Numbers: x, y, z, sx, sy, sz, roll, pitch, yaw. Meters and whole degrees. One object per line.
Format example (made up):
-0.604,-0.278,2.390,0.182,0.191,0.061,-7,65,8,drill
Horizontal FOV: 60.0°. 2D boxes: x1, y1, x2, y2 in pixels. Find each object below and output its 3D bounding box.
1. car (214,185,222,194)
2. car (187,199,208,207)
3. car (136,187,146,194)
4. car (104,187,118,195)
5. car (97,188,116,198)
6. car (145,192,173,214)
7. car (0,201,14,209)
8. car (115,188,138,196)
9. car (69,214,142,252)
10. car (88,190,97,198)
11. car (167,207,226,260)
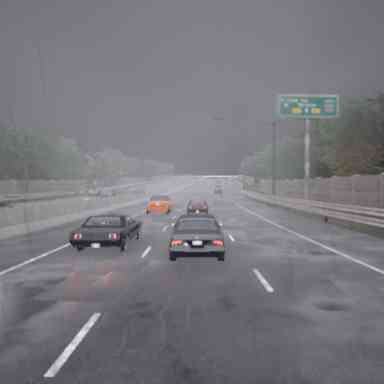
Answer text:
6.547,-0.373,83.440,1.882,1.535,5.008,0,3,4,car
0.535,1.336,30.644,1.895,1.301,4.718,0,1,2,car
-11.651,-0.351,73.691,2.097,1.767,4.553,0,2,3,car
-18.485,-0.255,76.538,1.812,1.442,4.674,0,2,4,car
-15.781,0.341,63.252,2.097,1.767,4.553,0,2,3,car
-2.942,1.074,31.372,2.097,1.767,4.553,0,1,2,car
-13.855,1.358,22.350,1.837,1.490,4.892,0,1,1,car
-12.320,0.503,62.594,2.128,1.511,4.902,0,2,4,car
-3.299,1.545,13.733,1.895,1.301,4.718,0,0,1,car
-19.116,0.370,66.105,1.882,1.535,5.008,0,2,3,car
0.180,1.505,12.159,2.033,1.411,5.357,0,0,1,car
